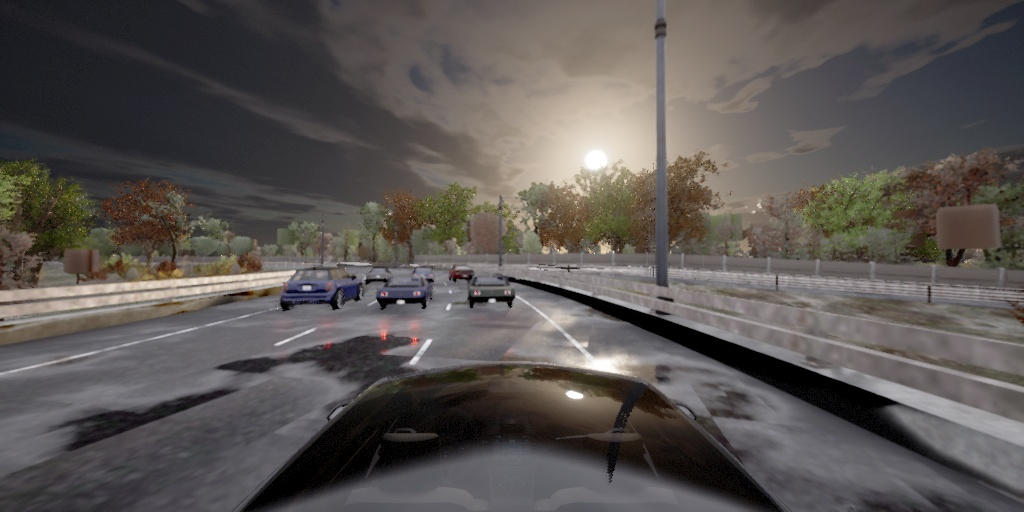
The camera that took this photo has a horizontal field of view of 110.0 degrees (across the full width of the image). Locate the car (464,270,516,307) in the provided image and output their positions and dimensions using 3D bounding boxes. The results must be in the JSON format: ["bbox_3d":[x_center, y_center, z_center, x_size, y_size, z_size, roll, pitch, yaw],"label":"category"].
[{"bbox_3d":[-1.087,1.508,16.372,1.895,1.301,4.718,0,-1,-8],"label":"car"}]

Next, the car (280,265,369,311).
[{"bbox_3d":[-8.064,1.258,15.683,2.097,1.767,4.553,0,-1,-8],"label":"car"}]

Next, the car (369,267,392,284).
[{"bbox_3d":[-11.266,1.634,30.596,1.994,1.385,4.181,0,-1,-16],"label":"car"}]

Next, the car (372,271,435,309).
[{"bbox_3d":[-4.559,1.507,15.937,1.895,1.301,4.718,0,-1,-8],"label":"car"}]

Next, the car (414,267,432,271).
[{"bbox_3d":[-7.617,1.613,30.625,2.033,1.411,5.357,0,-1,-16],"label":"car"}]

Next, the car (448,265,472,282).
[{"bbox_3d":[-4.738,1.567,33.189,1.882,1.535,5.008,0,0,-17],"label":"car"}]
